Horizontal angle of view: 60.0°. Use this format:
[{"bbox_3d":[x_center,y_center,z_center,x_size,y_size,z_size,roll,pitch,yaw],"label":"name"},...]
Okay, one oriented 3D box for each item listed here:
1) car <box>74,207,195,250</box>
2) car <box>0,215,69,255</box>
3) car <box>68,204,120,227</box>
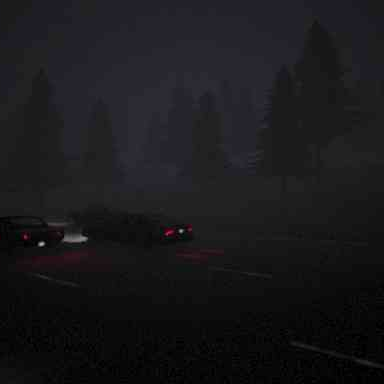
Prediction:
[{"bbox_3d":[-2.455,1.561,14.322,5.357,1.411,2.033,0,0,36],"label":"car"},{"bbox_3d":[-7.331,1.618,13.514,4.718,1.301,1.895,0,0,36],"label":"car"},{"bbox_3d":[-5.829,1.499,21.046,5.008,1.535,1.882,0,0,36],"label":"car"}]
